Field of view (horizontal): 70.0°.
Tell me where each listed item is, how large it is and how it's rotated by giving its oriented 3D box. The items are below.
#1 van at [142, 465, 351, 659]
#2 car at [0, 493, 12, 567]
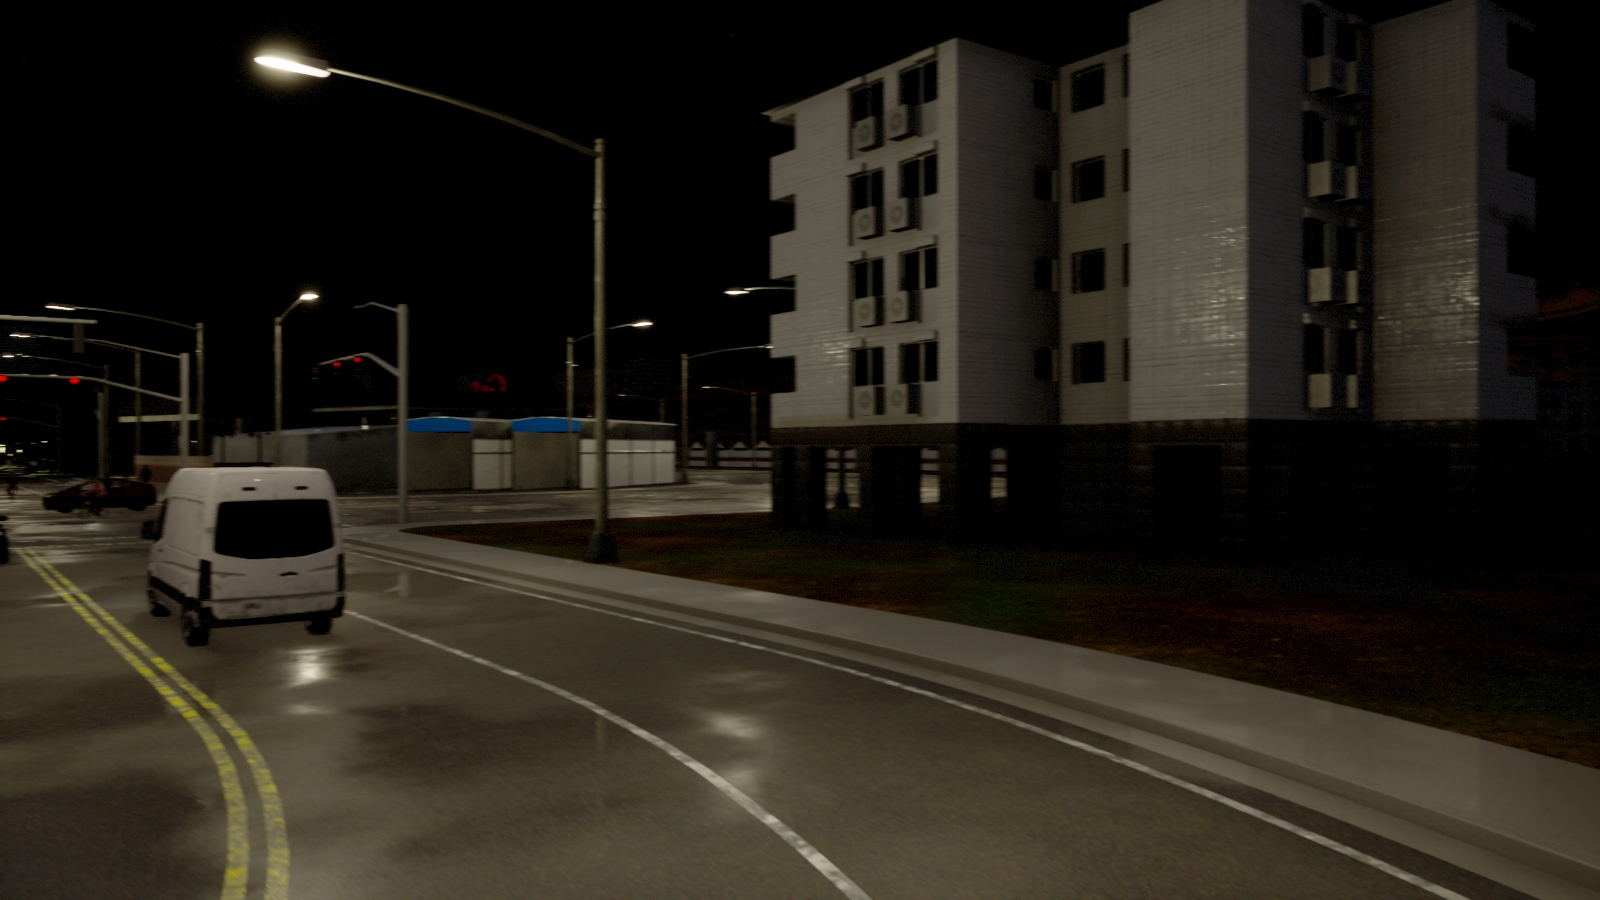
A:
[{"bbox_3d":[-9.100,1.550,18.450,1.988,2.561,5.915,0,0,-36],"label":"van"},{"bbox_3d":[-21.510,2.008,29.077,2.242,1.667,4.611,0,0,-36],"label":"car"}]
